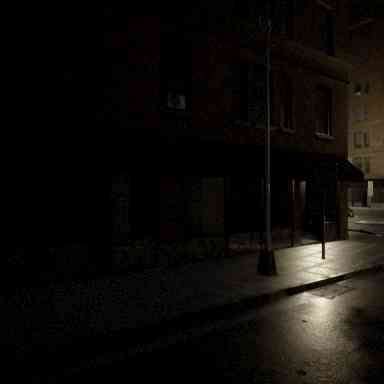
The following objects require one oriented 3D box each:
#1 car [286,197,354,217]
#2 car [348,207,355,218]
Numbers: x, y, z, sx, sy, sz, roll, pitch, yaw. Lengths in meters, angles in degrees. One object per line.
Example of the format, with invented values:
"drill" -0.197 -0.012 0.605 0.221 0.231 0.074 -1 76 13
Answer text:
"car" 11.185 1.280 29.549 2.033 1.411 5.357 0 1 -35
"car" 9.969 1.274 25.643 1.837 1.490 4.892 0 2 -35
